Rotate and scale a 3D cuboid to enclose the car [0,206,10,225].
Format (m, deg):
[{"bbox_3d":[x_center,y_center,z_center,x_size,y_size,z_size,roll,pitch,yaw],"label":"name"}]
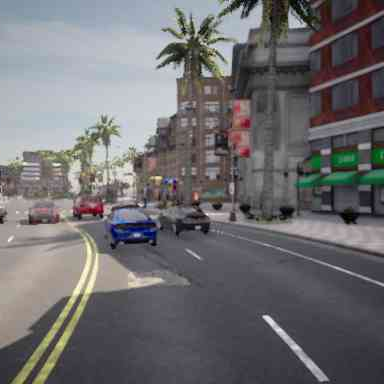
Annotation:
[{"bbox_3d":[-14.992,1.726,25.115,1.895,1.301,4.718,0,0,-25],"label":"car"}]

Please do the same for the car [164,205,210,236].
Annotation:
[{"bbox_3d":[-0.588,1.516,18.700,1.837,1.490,4.892,0,0,-22],"label":"car"}]

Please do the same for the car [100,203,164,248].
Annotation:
[{"bbox_3d":[-2.921,1.506,15.201,1.882,1.535,5.008,0,0,-19],"label":"car"}]

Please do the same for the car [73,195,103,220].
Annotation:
[{"bbox_3d":[-9.321,1.302,29.874,2.150,2.045,5.566,0,0,-25],"label":"car"}]

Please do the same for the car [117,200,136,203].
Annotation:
[{"bbox_3d":[-6.360,1.539,31.776,1.882,1.535,5.008,0,-1,-25],"label":"car"}]

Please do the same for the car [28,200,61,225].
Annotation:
[{"bbox_3d":[-11.283,1.448,25.431,2.097,1.767,4.553,0,0,-25],"label":"car"}]
